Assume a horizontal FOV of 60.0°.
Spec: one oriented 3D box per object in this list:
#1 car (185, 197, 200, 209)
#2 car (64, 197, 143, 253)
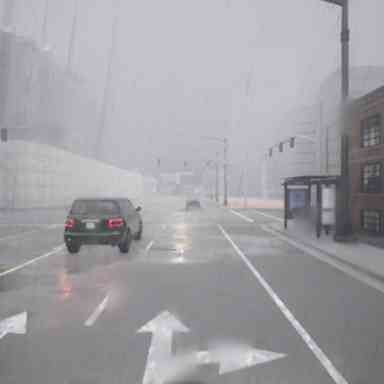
[{"bbox_3d":[0.115,1.407,44.245,2.128,1.511,4.902,0,0,0],"label":"car"},{"bbox_3d":[-3.394,1.195,13.675,2.150,2.045,5.566,0,0,-1],"label":"car"}]
